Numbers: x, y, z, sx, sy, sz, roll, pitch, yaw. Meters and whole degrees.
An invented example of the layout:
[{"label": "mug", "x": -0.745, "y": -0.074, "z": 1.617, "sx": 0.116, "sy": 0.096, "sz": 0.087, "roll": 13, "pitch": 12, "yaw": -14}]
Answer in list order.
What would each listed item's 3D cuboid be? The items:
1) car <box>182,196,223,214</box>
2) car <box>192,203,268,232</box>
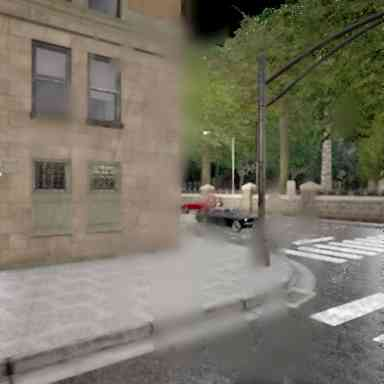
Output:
[{"label": "car", "x": 1.047, "y": 1.295, "z": 32.117, "sx": 2.192, "sy": 1.841, "sz": 5.009, "roll": 0, "pitch": 0, "yaw": -35}, {"label": "car", "x": 2.282, "y": 1.592, "z": 20.173, "sx": 1.895, "sy": 1.301, "sz": 4.718, "roll": 0, "pitch": 0, "yaw": -35}]
